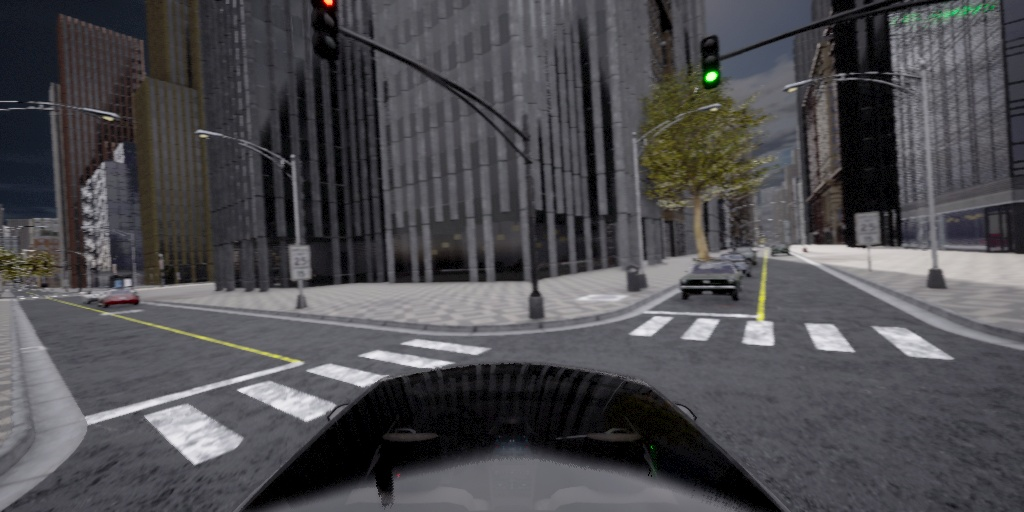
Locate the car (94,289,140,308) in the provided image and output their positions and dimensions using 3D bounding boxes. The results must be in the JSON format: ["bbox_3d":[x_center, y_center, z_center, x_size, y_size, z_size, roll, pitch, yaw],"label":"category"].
[{"bbox_3d":[-32.230,3.389,29.367,4.181,1.385,1.994,-4,0,36],"label":"car"}]

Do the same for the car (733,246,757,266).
[{"bbox_3d":[20.644,-0.073,32.125,2.097,1.767,4.553,-3,0,36],"label":"car"}]

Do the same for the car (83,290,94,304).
[{"bbox_3d":[-40.637,3.961,35.314,4.718,1.301,1.895,-4,0,36],"label":"car"}]

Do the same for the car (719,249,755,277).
[{"bbox_3d":[13.698,0.535,22.360,1.994,1.385,4.181,-3,0,35],"label":"car"}]

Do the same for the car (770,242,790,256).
[{"bbox_3d":[35.795,-0.944,47.951,2.097,1.767,4.553,-3,0,35],"label":"car"}]

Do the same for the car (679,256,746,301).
[{"bbox_3d":[7.974,0.898,14.243,1.895,1.301,4.718,-3,0,34],"label":"car"}]
